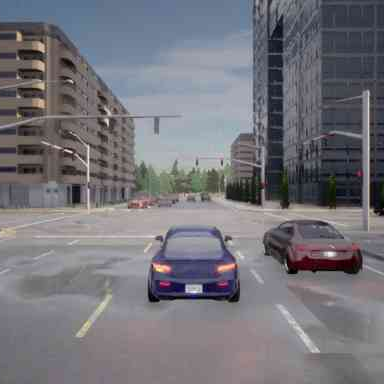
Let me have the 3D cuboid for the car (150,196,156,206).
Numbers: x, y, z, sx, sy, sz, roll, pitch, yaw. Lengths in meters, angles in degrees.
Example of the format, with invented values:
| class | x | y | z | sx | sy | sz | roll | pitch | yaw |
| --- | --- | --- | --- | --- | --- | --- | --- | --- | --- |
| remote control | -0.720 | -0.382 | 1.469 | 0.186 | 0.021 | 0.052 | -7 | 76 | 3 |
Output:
| class | x | y | z | sx | sy | sz | roll | pitch | yaw |
| --- | --- | --- | --- | --- | --- | --- | --- | --- | --- |
| car | -7.492 | 1.352 | 54.240 | 2.097 | 1.767 | 4.553 | 0 | 0 | 0 |

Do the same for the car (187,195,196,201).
| class | x | y | z | sx | sy | sz | roll | pitch | yaw |
| --- | --- | --- | --- | --- | --- | --- | --- | --- | --- |
| car | -0.074 | 1.525 | 87.816 | 2.128 | 1.511 | 4.902 | 0 | 0 | 1 |

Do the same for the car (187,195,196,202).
| class | x | y | z | sx | sy | sz | roll | pitch | yaw |
| --- | --- | --- | --- | --- | --- | --- | --- | --- | --- |
| car | -0.180 | 1.540 | 77.472 | 2.033 | 1.411 | 5.357 | 0 | 0 | 1 |

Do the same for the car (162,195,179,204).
| class | x | y | z | sx | sy | sz | roll | pitch | yaw |
| --- | --- | --- | --- | --- | --- | --- | --- | --- | --- |
| car | -3.932 | 1.601 | 60.085 | 1.895 | 1.301 | 4.718 | 0 | 0 | 1 |

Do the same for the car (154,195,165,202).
| class | x | y | z | sx | sy | sz | roll | pitch | yaw |
| --- | --- | --- | --- | --- | --- | --- | --- | --- | --- |
| car | -7.208 | 1.470 | 74.962 | 1.882 | 1.535 | 5.008 | 0 | 0 | 1 |

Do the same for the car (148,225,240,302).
| class | x | y | z | sx | sy | sz | roll | pitch | yaw |
| --- | --- | --- | --- | --- | --- | --- | --- | --- | --- |
| car | 0.044 | 1.526 | 8.114 | 1.812 | 1.442 | 4.674 | 0 | 0 | 0 |

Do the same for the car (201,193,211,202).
| class | x | y | z | sx | sy | sz | roll | pitch | yaw |
| --- | --- | --- | --- | --- | --- | --- | --- | --- | --- |
| car | 3.321 | 1.355 | 77.681 | 2.097 | 1.767 | 4.553 | 0 | 0 | 1 |

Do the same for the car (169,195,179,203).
| class | x | y | z | sx | sy | sz | roll | pitch | yaw |
| --- | --- | --- | --- | --- | --- | --- | --- | --- | --- |
| car | -3.755 | 1.478 | 70.435 | 1.882 | 1.535 | 5.008 | 0 | 0 | 1 |

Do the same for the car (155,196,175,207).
| class | x | y | z | sx | sy | sz | roll | pitch | yaw |
| --- | --- | --- | --- | --- | --- | --- | --- | --- | --- |
| car | -4.009 | 1.601 | 50.027 | 1.895 | 1.301 | 4.718 | 0 | 0 | 0 |

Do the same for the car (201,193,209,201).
| class | x | y | z | sx | sy | sz | roll | pitch | yaw |
| --- | --- | --- | --- | --- | --- | --- | --- | --- | --- |
| car | 3.427 | 1.225 | 87.844 | 2.150 | 2.045 | 5.566 | 0 | 0 | 1 |

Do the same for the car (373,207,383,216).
| class | x | y | z | sx | sy | sz | roll | pitch | yaw |
| --- | --- | --- | --- | --- | --- | --- | --- | --- | --- |
| car | 19.447 | 1.656 | 30.726 | 4.718 | 1.301 | 1.895 | 0 | 0 | 0 |

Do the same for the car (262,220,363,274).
| class | x | y | z | sx | sy | sz | roll | pitch | yaw |
| --- | --- | --- | --- | --- | --- | --- | --- | --- | --- |
| car | 3.552 | 1.564 | 10.538 | 1.994 | 1.385 | 4.181 | 0 | 0 | 0 |

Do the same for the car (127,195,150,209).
| class | x | y | z | sx | sy | sz | roll | pitch | yaw |
| --- | --- | --- | --- | --- | --- | --- | --- | --- | --- |
| car | -7.486 | 1.352 | 45.624 | 2.097 | 1.767 | 4.553 | 0 | 0 | 0 |
